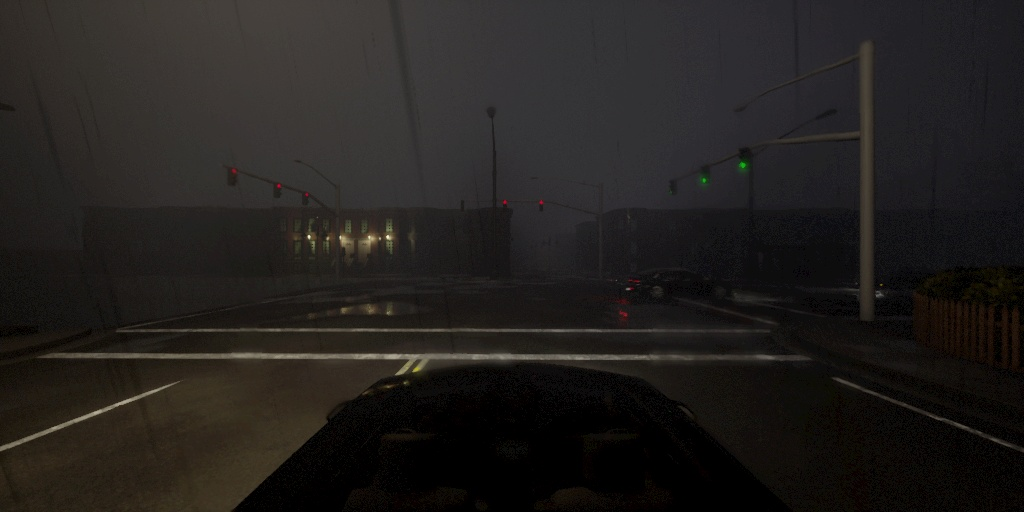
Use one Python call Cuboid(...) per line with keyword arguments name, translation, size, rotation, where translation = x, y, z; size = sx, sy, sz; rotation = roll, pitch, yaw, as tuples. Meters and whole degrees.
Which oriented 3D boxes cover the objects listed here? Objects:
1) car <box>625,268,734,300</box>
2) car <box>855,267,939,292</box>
Cuboid(name="car", translation=(7.967, 1.340, 17.191), size=(4.892, 1.490, 1.837), rotation=(0, 0, 0))
Cuboid(name="car", translation=(22.727, 1.312, 20.881), size=(4.181, 1.385, 1.994), rotation=(0, 0, 0))
